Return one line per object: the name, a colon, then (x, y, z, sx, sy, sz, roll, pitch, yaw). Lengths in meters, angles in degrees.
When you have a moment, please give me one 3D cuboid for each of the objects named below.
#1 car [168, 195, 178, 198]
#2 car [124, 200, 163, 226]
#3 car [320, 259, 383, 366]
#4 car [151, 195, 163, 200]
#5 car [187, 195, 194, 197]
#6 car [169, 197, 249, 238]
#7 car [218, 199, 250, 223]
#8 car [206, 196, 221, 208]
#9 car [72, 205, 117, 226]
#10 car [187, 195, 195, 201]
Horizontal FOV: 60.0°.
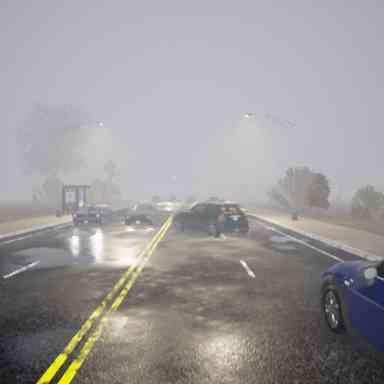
car: (-3.533, 1.369, 65.101, 1.837, 1.490, 4.892, 0, 0, 0)
car: (-3.414, 1.512, 23.600, 2.033, 1.411, 5.357, 0, 0, 0)
car: (3.247, 1.347, 3.883, 2.097, 1.767, 4.553, 0, 0, 0)
car: (-6.780, 1.370, 64.681, 1.837, 1.490, 4.892, 0, 0, 0)
car: (-0.194, 1.431, 59.156, 2.033, 1.411, 5.357, 0, 0, 0)
car: (0.876, 1.326, 17.948, 2.097, 1.767, 4.553, 0, 0, -36)
car: (3.174, 1.416, 26.119, 1.801, 1.575, 5.366, 0, 0, 0)
car: (3.081, 1.416, 47.929, 1.837, 1.490, 4.892, 0, 0, 0)
car: (-6.663, 1.566, 23.104, 1.895, 1.301, 4.718, 0, 0, 0)
car: (-0.302, 1.399, 79.087, 1.895, 1.301, 4.718, 0, 0, 0)
